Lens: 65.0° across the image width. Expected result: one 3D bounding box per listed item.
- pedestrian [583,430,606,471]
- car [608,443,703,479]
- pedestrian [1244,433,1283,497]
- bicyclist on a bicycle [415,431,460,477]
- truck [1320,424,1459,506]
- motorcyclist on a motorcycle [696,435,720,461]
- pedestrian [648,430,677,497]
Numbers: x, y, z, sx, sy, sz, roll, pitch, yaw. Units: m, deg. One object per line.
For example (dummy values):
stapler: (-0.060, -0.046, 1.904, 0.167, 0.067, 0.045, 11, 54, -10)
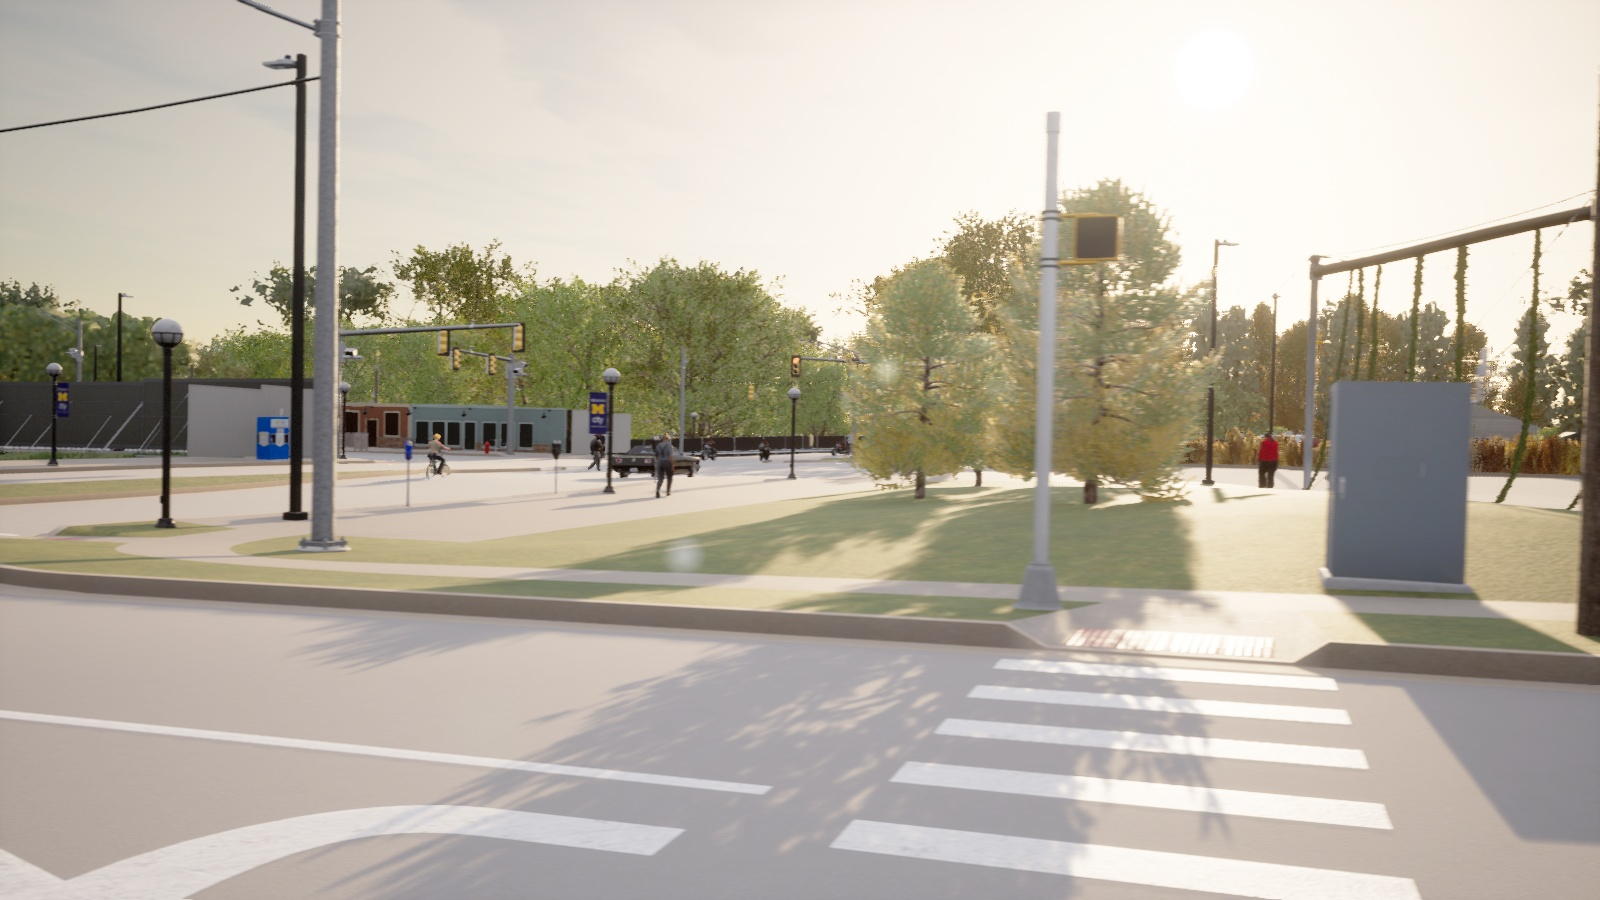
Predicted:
pedestrian: (-9.563, 0.003, 58.438, 0.849, 1.883, 0.563, 2, 2, 22)
car: (-5.602, 0.431, 49.256, 1.895, 1.301, 4.718, 1, 0, 18)
pedestrian: (13.641, 0.435, 36.973, 0.634, 1.844, 0.899, 2, 2, -11)
bicyclist on a bicycle: (-12.943, 0.130, 44.846, 0.866, 1.612, 1.509, 2, 1, 15)
truck: (19.108, 0.444, 41.018, 2.627, 2.467, 5.204, 1, 0, 8)
motorcyclist on a motorcycle: (-6.081, -0.113, 83.358, 0.766, 1.649, 2.350, 1, 0, 18)
pedestrian: (-3.840, 0.368, 35.196, 0.540, 1.848, 0.694, 2, 2, 15)
